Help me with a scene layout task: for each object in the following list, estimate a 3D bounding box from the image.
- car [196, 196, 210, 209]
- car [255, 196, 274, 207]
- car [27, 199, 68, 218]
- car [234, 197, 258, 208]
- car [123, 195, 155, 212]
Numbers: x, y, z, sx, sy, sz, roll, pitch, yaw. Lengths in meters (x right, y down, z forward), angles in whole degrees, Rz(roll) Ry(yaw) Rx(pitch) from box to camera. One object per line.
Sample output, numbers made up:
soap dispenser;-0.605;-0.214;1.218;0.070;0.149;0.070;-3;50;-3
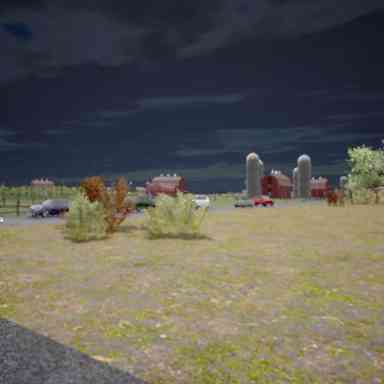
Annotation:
car;0.515;1.564;50.364;2.150;2.045;5.566;-1;-1;36
car;13.490;1.720;62.568;2.150;2.045;5.566;-1;-1;35
car;-12.973;1.432;31.225;2.097;1.767;4.553;-1;-1;35
car;8.781;1.969;55.805;1.994;1.385;4.181;-1;-1;36
car;-6.839;1.420;39.933;2.150;2.045;5.566;-1;-1;35
